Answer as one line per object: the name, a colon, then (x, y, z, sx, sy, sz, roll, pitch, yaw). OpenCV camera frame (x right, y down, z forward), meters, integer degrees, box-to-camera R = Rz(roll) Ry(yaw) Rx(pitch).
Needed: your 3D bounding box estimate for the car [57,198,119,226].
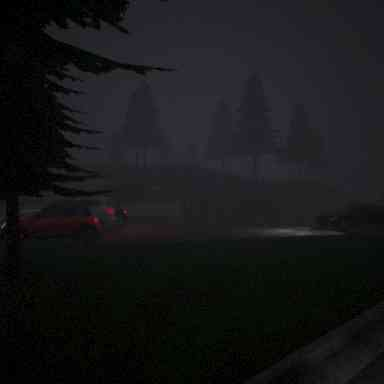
car: (-7.347, 1.345, 19.740, 5.566, 2.045, 2.150, -1, 0, -12)

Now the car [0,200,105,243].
car: (-6.764, 1.463, 16.232, 4.553, 1.767, 2.097, -1, 0, -13)

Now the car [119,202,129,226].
car: (-6.797, 1.482, 23.444, 4.553, 1.767, 2.097, 0, 0, -12)

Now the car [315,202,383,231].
car: (9.911, 1.417, 20.185, 5.008, 1.535, 1.882, 0, 0, -17)
